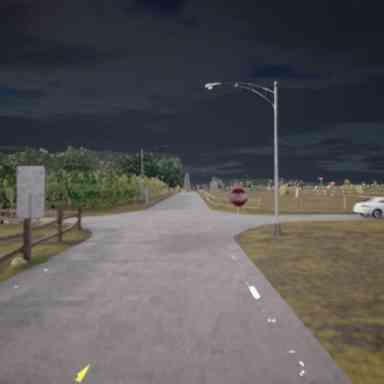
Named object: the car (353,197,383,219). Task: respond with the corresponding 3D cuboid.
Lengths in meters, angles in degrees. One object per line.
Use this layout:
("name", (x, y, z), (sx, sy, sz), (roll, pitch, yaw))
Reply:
("car", (13.880, 1.089, 23.458), (4.674, 1.442, 1.812), (-1, -1, 0))
